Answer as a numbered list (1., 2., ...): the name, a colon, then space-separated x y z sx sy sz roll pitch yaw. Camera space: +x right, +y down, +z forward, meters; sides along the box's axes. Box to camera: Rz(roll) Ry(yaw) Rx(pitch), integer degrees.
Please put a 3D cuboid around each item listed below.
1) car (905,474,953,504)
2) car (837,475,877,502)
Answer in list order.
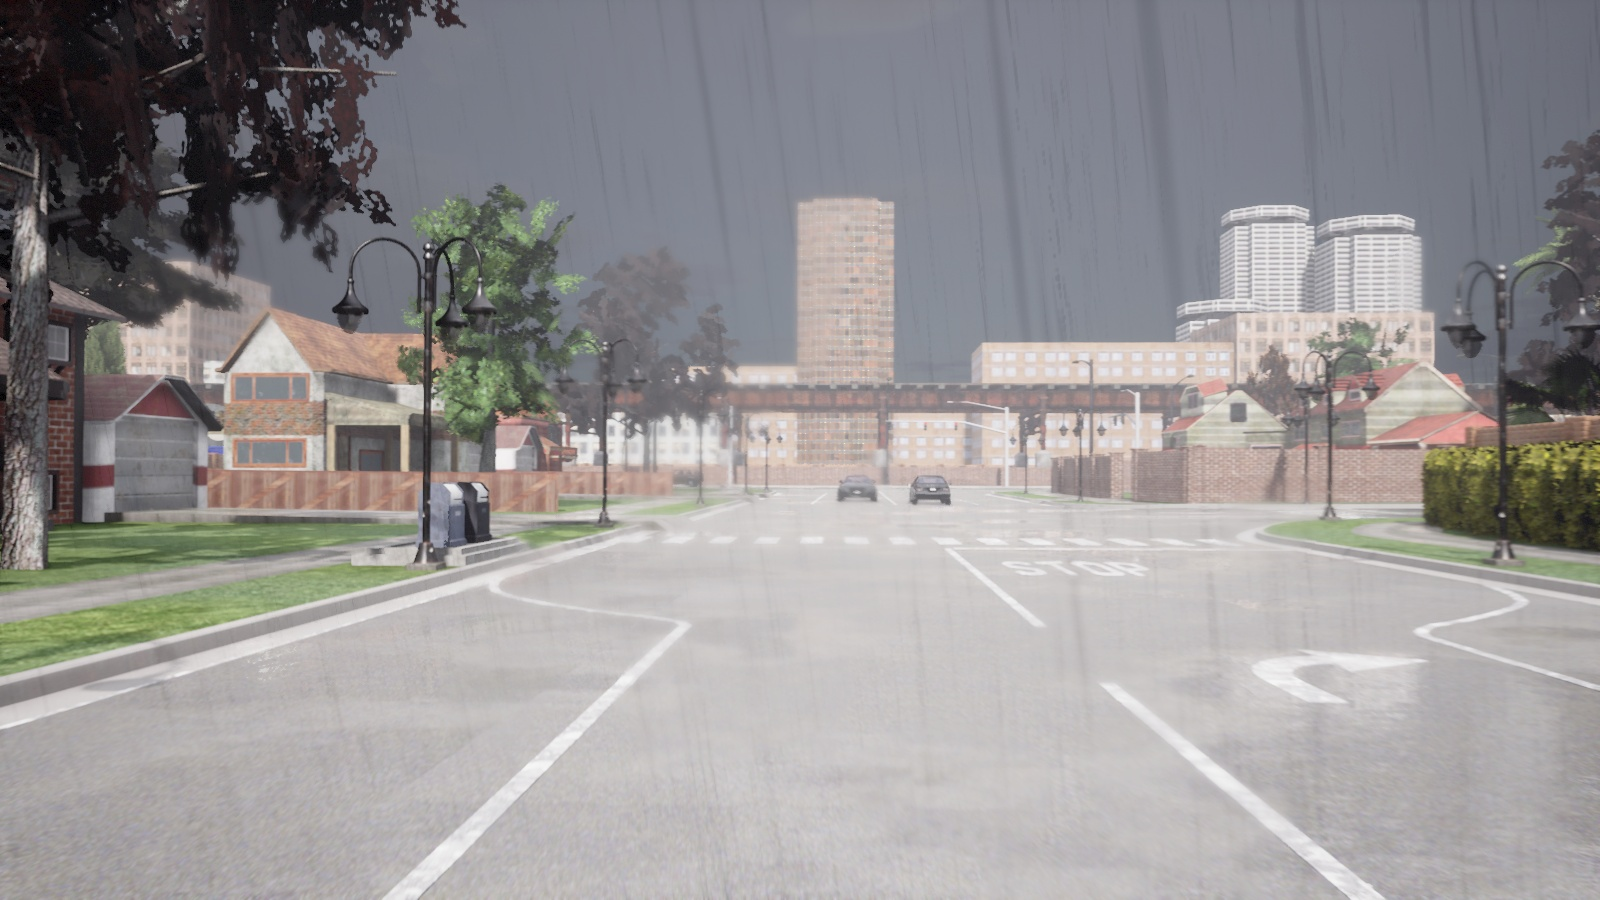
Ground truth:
1. car: 6.294 1.886 61.628 2.033 1.411 5.357 0 -1 2
2. car: 2.964 1.985 65.570 1.994 1.385 4.181 0 -1 2
